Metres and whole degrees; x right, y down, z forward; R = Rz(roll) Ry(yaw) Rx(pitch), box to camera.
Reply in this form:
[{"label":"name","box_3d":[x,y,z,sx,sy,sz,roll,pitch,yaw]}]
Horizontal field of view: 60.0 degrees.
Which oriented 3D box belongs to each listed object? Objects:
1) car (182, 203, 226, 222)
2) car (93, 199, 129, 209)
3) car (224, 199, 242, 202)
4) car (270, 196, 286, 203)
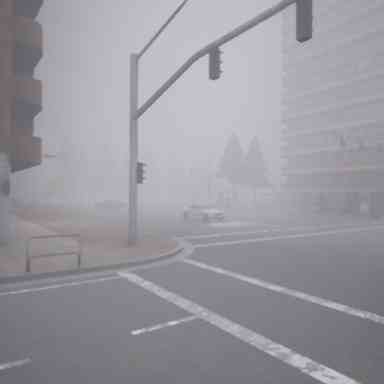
[{"label":"car","box_3d":[0.908,1.704,28.391,1.812,1.442,4.674,1,0,-35]},{"label":"car","box_3d":[-11.782,1.721,48.593,5.357,1.411,2.033,1,0,22]},{"label":"car","box_3d":[7.306,1.930,62.607,5.357,1.411,2.033,1,0,-33]},{"label":"car","box_3d":[19.084,1.757,70.847,5.566,2.045,2.150,1,0,-30]}]
